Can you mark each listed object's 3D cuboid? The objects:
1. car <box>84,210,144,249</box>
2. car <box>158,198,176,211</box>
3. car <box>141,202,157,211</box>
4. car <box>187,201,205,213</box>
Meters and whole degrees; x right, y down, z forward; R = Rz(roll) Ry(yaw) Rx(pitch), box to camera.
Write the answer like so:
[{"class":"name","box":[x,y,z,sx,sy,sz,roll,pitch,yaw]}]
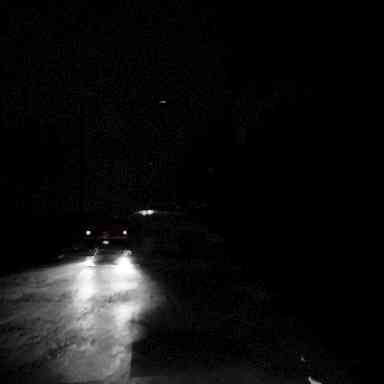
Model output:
[{"class":"car","box":[-3.498,1.718,15.397,1.895,1.301,4.718,0,0,-3]},{"class":"car","box":[-3.950,2.116,54.761,2.150,2.045,5.566,1,-3,-9]},{"class":"car","box":[-7.759,2.474,58.023,2.128,1.511,4.902,0,-2,-8]},{"class":"car","box":[0.462,1.942,44.966,2.163,1.488,4.792,0,-1,-7]}]
